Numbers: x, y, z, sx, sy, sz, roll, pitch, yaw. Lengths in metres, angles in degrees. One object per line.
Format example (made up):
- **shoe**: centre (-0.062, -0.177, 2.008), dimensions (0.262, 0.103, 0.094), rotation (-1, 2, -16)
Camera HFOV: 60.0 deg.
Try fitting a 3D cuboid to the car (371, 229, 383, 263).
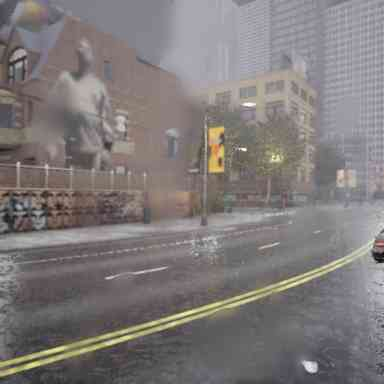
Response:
- **car**: centre (7.821, 1.703, 11.855), dimensions (2.033, 1.411, 5.357), rotation (0, -1, 39)
